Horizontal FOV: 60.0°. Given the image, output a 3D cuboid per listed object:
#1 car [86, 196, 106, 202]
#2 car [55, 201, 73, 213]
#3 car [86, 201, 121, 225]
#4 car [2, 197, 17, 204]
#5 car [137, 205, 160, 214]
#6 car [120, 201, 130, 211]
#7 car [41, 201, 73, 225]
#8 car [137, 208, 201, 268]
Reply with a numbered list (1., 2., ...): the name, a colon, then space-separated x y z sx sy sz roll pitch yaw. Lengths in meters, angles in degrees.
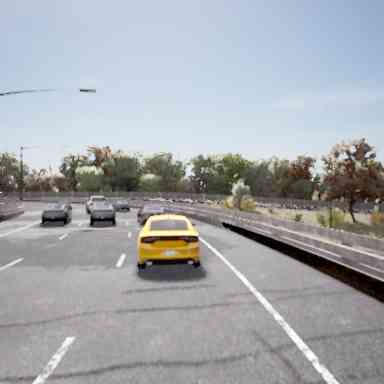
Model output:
1. car: -11.601 1.533 40.470 2.150 2.045 5.566 0 0 -22
2. car: -17.175 1.921 44.410 1.994 1.385 4.181 0 0 -25
3. car: -6.921 1.685 26.008 2.128 1.511 4.902 0 -1 -14
4. car: -44.065 2.052 79.991 4.553 1.767 2.097 -1 0 40
5. car: -3.246 1.730 26.102 2.033 1.411 5.357 0 0 -14
6. car: -9.894 1.883 45.552 2.033 1.411 5.357 0 0 -24
7. car: -10.660 1.709 26.483 2.128 1.511 4.902 0 0 -14
8. car: -0.855 1.558 11.712 1.882 1.535 5.008 0 0 -6
